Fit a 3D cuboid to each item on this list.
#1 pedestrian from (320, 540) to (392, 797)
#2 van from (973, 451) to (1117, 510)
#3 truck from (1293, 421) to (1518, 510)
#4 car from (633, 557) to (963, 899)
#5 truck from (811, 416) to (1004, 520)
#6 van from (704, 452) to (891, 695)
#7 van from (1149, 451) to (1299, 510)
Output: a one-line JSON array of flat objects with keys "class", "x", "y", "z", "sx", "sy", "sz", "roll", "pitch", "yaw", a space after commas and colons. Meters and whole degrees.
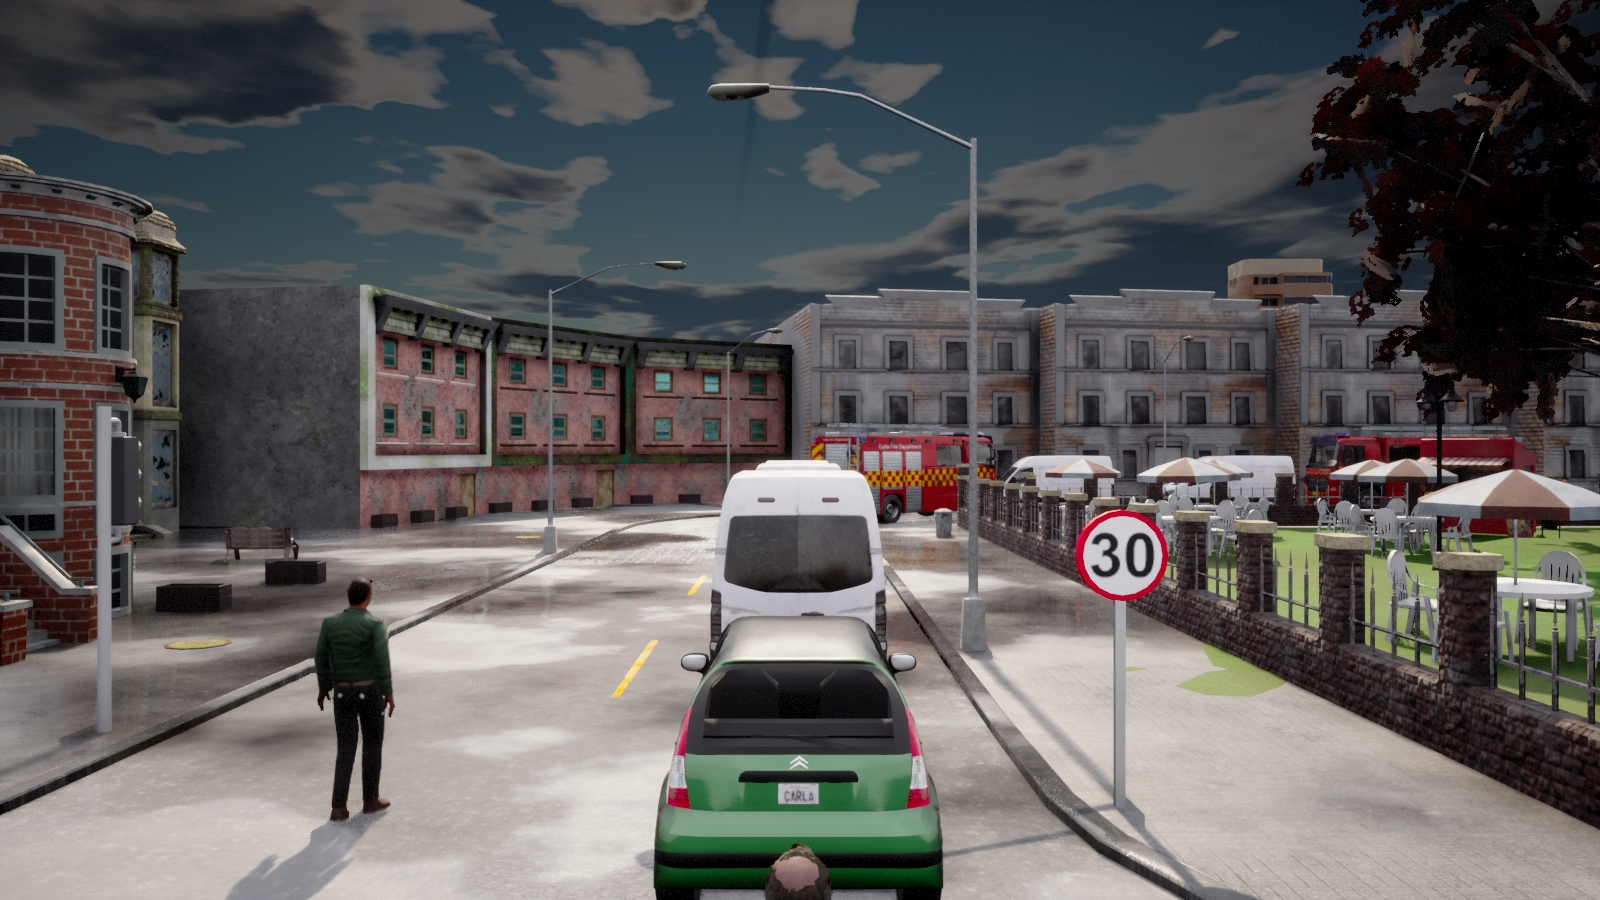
[{"class": "pedestrian", "x": -3.345, "y": 1.628, "z": 8.620, "sx": 0.375, "sy": 1.860, "sz": 0.375, "roll": 0, "pitch": 0, "yaw": 4}, {"class": "van", "x": 10.768, "y": 1.314, "z": 50.430, "sx": 5.915, "sy": 2.561, "sz": 1.988, "roll": 0, "pitch": 0, "yaw": 0}, {"class": "truck", "x": 26.739, "y": 0.670, "z": 50.713, "sx": 8.468, "sy": 3.827, "sz": 2.891, "roll": 0, "pitch": 0, "yaw": 0}, {"class": "car", "x": -0.015, "y": 1.779, "z": 8.404, "sx": 1.851, "sy": 1.617, "sz": 3.988, "roll": 0, "pitch": 0, "yaw": 0}, {"class": "truck", "x": 4.502, "y": 0.672, "z": 46.247, "sx": 8.468, "sy": 3.827, "sz": 2.891, "roll": 0, "pitch": 0, "yaw": -43}, {"class": "van", "x": -0.025, "y": 1.315, "z": 15.105, "sx": 1.988, "sy": 2.561, "sz": 5.915, "roll": 0, "pitch": 0, "yaw": 0}, {"class": "van", "x": 18.656, "y": 1.314, "z": 50.452, "sx": 5.915, "sy": 2.561, "sz": 1.988, "roll": 0, "pitch": 0, "yaw": 0}]
